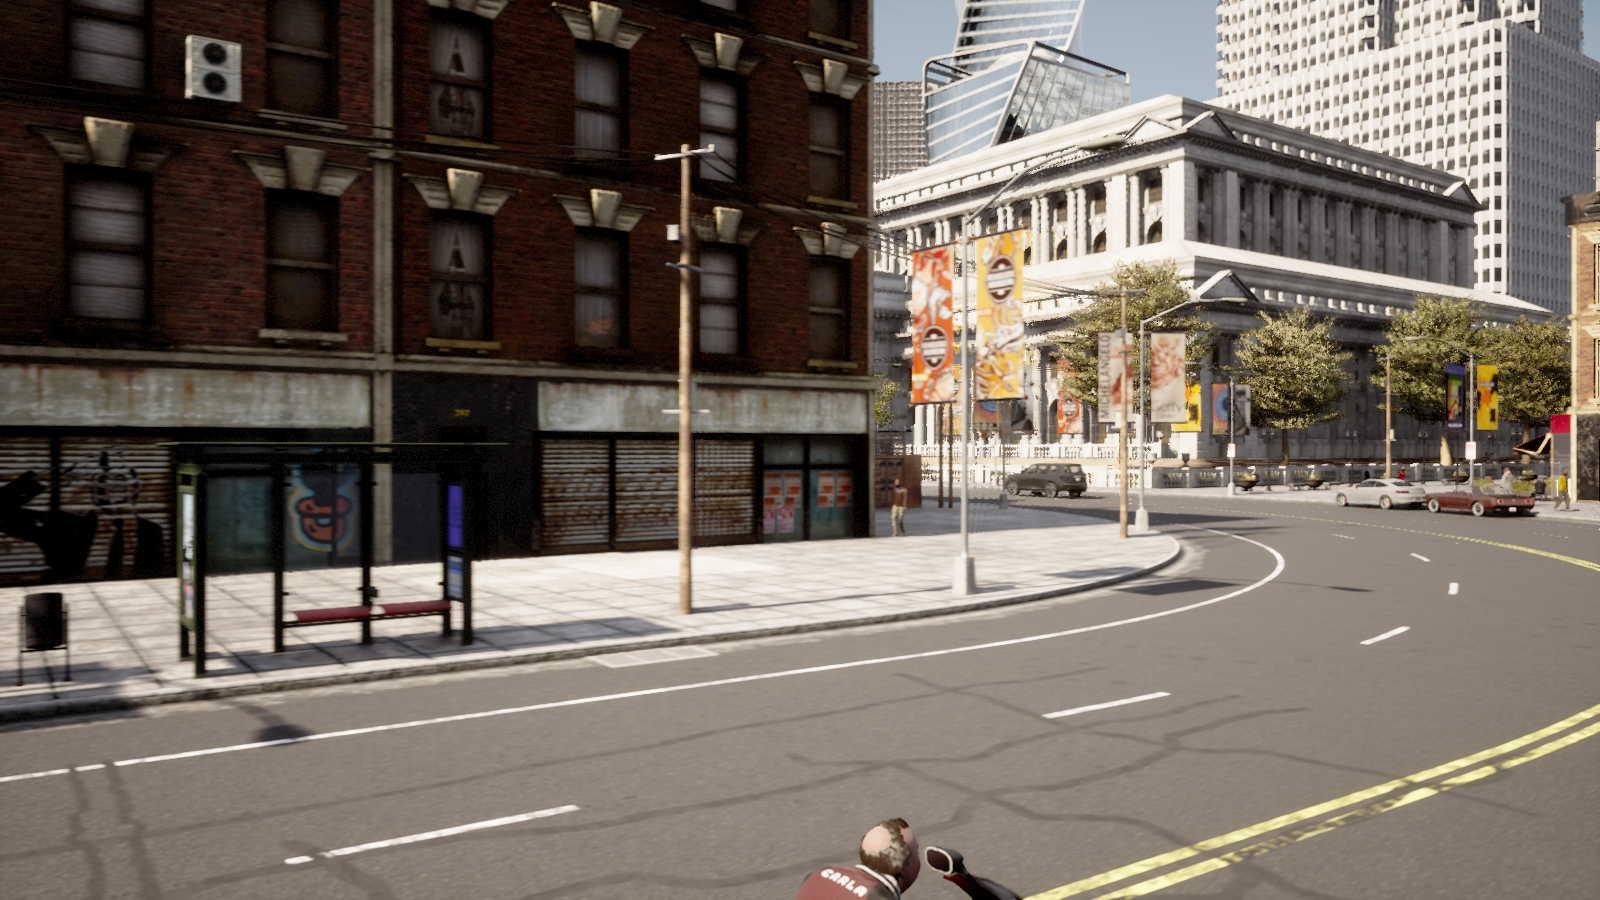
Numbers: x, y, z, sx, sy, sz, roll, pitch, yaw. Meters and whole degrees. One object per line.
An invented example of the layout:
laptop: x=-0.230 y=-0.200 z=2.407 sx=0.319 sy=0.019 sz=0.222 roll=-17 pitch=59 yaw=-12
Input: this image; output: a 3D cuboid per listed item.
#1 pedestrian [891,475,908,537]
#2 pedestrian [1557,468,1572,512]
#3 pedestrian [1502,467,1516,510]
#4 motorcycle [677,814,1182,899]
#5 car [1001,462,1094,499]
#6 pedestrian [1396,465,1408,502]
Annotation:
pedestrian: x=3.027 y=1.697 z=34.659 sx=0.375 sy=1.860 sz=0.375 roll=0 pitch=0 yaw=32
pedestrian: x=32.583 y=1.696 z=48.701 sx=0.375 sy=1.860 sz=0.375 roll=0 pitch=0 yaw=-12
pedestrian: x=31.379 y=1.696 z=50.545 sx=0.375 sy=1.860 sz=0.375 roll=0 pitch=0 yaw=-10
motorcycle: x=0.270 y=2.205 z=3.973 sx=2.209 sy=1.251 sz=0.867 roll=0 pitch=0 yaw=-35
car: x=14.642 y=1.779 z=67.954 sx=2.150 sy=2.045 sz=5.566 roll=0 pitch=0 yaw=-31
pedestrian: x=30.764 y=1.698 z=58.371 sx=0.375 sy=1.860 sz=0.375 roll=0 pitch=0 yaw=-18
